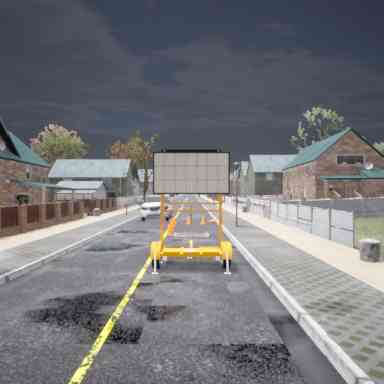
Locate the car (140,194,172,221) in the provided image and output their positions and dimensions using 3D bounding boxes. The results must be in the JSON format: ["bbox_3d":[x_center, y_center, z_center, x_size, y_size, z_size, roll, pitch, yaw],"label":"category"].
[{"bbox_3d":[-2.808,1.226,27.189,2.150,2.045,5.566,0,0,0],"label":"car"}]

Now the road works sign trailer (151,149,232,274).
[{"bbox_3d":[-0.022,0.467,10.519,2.380,3.560,2.880,0,0,0],"label":"road works sign trailer"}]
